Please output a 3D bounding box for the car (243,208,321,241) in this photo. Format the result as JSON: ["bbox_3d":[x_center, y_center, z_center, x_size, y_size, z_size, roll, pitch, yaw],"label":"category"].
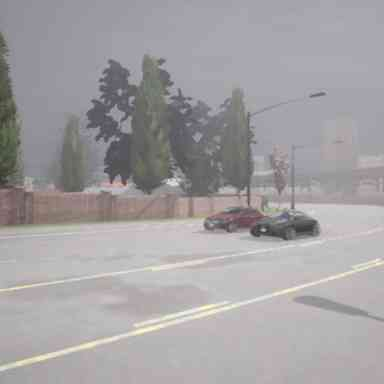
[{"bbox_3d":[4.862,1.646,17.129,4.181,1.385,1.994,1,-1,-42],"label":"car"}]

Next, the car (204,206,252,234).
[{"bbox_3d":[2.778,1.601,19.934,4.674,1.442,1.812,1,-1,-43],"label":"car"}]
